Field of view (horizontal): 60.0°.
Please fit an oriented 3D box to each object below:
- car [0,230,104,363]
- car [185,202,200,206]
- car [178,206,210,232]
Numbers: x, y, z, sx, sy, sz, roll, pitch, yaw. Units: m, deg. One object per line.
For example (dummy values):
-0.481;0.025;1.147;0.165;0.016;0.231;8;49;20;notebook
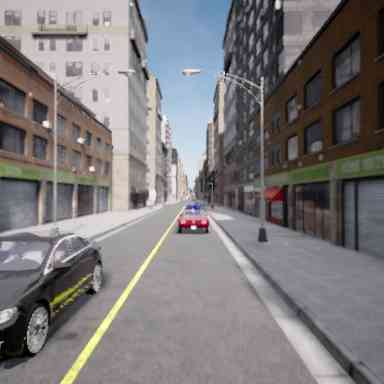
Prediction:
-3.048;1.540;6.164;2.128;1.511;4.902;0;0;0;car
0.095;1.951;42.214;1.812;1.442;4.674;0;-1;0;car
0.097;1.795;21.414;1.895;1.301;4.718;0;-1;0;car
